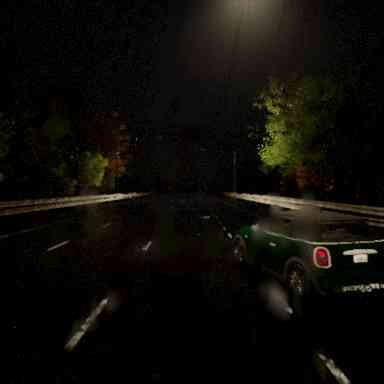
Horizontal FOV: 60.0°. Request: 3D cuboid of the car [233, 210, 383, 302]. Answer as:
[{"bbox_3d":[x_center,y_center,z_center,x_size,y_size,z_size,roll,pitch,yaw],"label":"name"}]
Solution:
[{"bbox_3d":[2.675,1.245,8.358,2.097,1.767,4.553,0,1,-14],"label":"car"}]
